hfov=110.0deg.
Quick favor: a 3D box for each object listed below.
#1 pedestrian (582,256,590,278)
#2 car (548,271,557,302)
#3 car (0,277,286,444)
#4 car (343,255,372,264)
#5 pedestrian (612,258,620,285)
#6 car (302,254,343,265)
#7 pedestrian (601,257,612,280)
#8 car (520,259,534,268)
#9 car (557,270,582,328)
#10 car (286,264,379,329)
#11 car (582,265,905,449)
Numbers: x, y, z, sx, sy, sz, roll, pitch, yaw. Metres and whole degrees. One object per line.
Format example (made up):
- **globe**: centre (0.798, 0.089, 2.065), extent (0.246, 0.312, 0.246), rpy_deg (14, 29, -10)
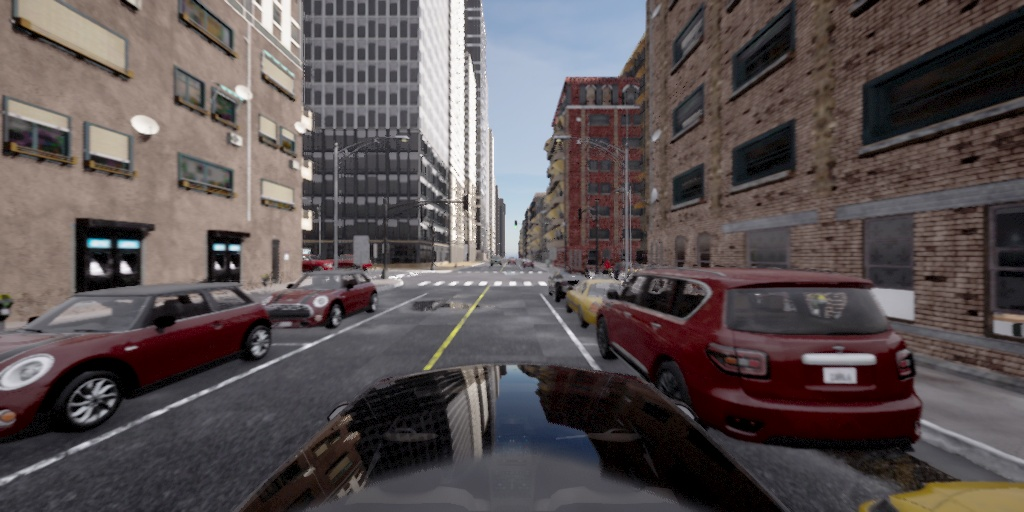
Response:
- **pedestrian**: centre (5.052, 0.874, 24.758), extent (0.375, 1.860, 0.375), rpy_deg (0, 0, 0)
- **car**: centre (2.688, 1.304, 16.698), extent (1.948, 1.339, 4.313), rpy_deg (0, 0, 0)
- **car**: centre (-5.691, 1.187, 5.331), extent (1.967, 1.591, 4.097), rpy_deg (0, 0, 0)
- **car**: centre (-17.714, 0.751, 38.739), extent (5.009, 1.841, 2.192), rpy_deg (0, 0, 0)
- **pedestrian**: centre (6.920, 1.032, 23.457), extent (0.375, 1.860, 0.375), rpy_deg (0, 0, 0)
- **car**: centre (-17.579, 0.738, 30.360), extent (5.009, 1.841, 2.192), rpy_deg (0, 0, 0)
- **pedestrian**: centre (6.366, 0.875, 24.158), extent (0.375, 1.860, 0.375), rpy_deg (0, 0, 0)
- **car**: centre (2.734, 1.301, 58.721), extent (1.802, 1.307, 4.207), rpy_deg (0, 0, 0)
- **car**: centre (2.689, 1.268, 11.186), extent (1.751, 1.417, 4.829), rpy_deg (0, 0, 0)
- **car**: centre (-5.691, 1.183, 11.013), extent (1.967, 1.591, 4.097), rpy_deg (0, 0, 0)
- **car**: centre (2.689, 1.062, 5.333), extent (2.192, 1.841, 5.009), rpy_deg (0, 0, 0)
